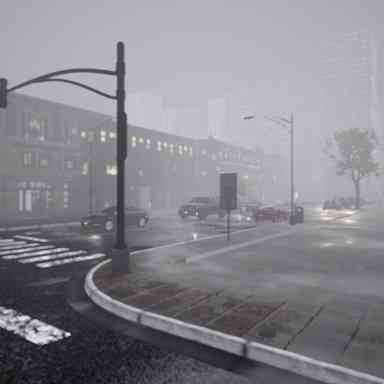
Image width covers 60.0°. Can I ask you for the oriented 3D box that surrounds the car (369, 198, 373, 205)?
[{"bbox_3d":[35.080,1.977,67.760,1.802,1.307,4.206,0,-1,35],"label":"car"}]

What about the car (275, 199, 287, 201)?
[{"bbox_3d":[12.232,1.770,49.843,1.752,1.417,4.829,0,-1,35],"label":"car"}]

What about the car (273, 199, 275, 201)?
[{"bbox_3d":[9.151,1.767,45.462,2.008,1.369,4.403,0,-1,35],"label":"car"}]

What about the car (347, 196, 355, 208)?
[{"bbox_3d":[22.364,1.587,49.683,2.192,1.841,5.009,0,-1,35],"label":"car"}]

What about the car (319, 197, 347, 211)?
[{"bbox_3d":[19.185,1.682,45.162,1.967,1.590,4.097,0,-1,35],"label":"car"}]

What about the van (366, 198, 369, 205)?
[{"bbox_3d":[31.901,1.705,63.242,1.690,1.788,3.998,0,-1,35],"label":"van"}]

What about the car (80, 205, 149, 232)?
[{"bbox_3d":[-4.778,1.587,21.188,1.837,1.490,4.892,0,0,34],"label":"car"}]

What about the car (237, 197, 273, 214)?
[{"bbox_3d":[7.011,1.669,37.887,2.128,1.511,4.902,0,0,35],"label":"car"}]

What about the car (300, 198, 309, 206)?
[{"bbox_3d":[18.688,1.856,59.022,2.008,1.369,4.403,0,-1,35],"label":"car"}]

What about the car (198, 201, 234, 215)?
[{"bbox_3d":[2.695,1.685,36.283,1.752,1.417,4.829,0,0,35],"label":"car"}]

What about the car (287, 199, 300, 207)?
[{"bbox_3d":[15.509,1.826,54.502,2.008,1.369,4.403,0,-1,35],"label":"car"}]

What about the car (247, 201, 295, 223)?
[{"bbox_3d":[6.512,1.675,27.053,1.887,1.381,4.507,0,0,35],"label":"car"}]

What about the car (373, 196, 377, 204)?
[{"bbox_3d":[38.357,1.954,72.420,1.752,1.417,4.829,0,-1,35],"label":"car"}]

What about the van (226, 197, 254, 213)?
[{"bbox_3d":[5.971,1.529,40.943,1.690,1.788,3.998,0,0,35],"label":"van"}]

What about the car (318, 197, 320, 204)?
[{"bbox_3d":[28.225,1.839,72.581,1.967,1.590,4.097,0,-1,35],"label":"car"}]

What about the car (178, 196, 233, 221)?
[{"bbox_3d":[1.103,1.349,29.511,2.150,2.045,5.566,0,0,35],"label":"car"}]

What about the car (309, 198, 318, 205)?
[{"bbox_3d":[21.867,1.887,63.542,2.008,1.369,4.403,0,-1,35],"label":"car"}]

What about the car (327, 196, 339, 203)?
[{"bbox_3d":[34.583,1.904,81.621,1.967,1.590,4.097,0,-1,35],"label":"car"}]

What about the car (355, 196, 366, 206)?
[{"bbox_3d":[28.722,1.648,58.723,2.192,1.841,5.009,0,-1,35],"label":"car"}]

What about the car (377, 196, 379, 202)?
[{"bbox_3d":[41.438,2.043,76.800,1.802,1.307,4.206,0,-1,35],"label":"car"}]
